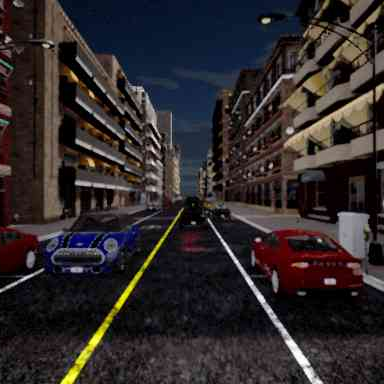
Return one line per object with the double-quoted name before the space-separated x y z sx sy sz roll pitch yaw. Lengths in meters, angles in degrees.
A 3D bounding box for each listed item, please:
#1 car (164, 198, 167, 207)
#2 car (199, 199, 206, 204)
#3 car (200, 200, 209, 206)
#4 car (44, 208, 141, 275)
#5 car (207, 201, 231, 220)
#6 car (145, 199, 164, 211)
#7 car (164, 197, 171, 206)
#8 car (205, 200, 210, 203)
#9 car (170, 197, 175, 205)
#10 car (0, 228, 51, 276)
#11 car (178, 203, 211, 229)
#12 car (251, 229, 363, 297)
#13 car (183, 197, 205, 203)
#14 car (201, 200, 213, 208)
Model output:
"car" -5.680 2.083 53.804 2.008 1.369 4.403 0 -1 0
"car" 2.708 2.444 87.614 1.802 1.307 4.206 0 -1 0
"car" 2.704 2.279 70.706 1.802 1.307 4.206 0 -1 0
"car" -2.997 1.463 10.918 2.097 1.767 4.553 0 -1 0
"car" 2.698 1.862 31.254 2.008 1.369 4.403 0 -1 0
"car" -5.680 2.028 48.167 2.008 1.369 4.403 0 -1 0
"car" -5.677 2.188 65.076 1.887 1.381 4.507 0 -1 0
"car" 2.702 2.059 53.968 1.752 1.417 4.829 0 -1 0
"car" -5.674 2.068 76.351 2.192 1.841 5.009 0 -1 0
"car" -5.687 1.633 8.717 1.887 1.381 4.507 0 -1 0
"car" 0.105 1.737 23.312 1.837 1.490 4.892 0 -1 0
"car" 2.694 1.632 8.711 1.887 1.381 4.507 0 -1 0
"car" 0.101 1.626 40.900 2.150 2.045 5.566 0 -1 0
"car" 2.702 2.153 59.434 1.947 1.339 4.313 0 -1 0
